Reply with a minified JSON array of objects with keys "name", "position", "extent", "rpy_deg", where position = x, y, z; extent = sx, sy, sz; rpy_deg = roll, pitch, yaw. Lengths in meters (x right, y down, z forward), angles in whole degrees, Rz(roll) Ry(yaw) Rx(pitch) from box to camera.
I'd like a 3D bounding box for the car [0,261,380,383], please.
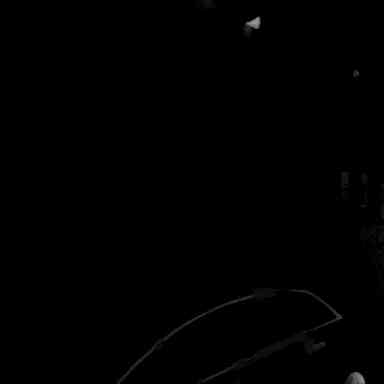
[{"name":"car","position":[-0.219,1.507,2.914],"extent":[4.892,1.490,1.837],"rpy_deg":[0,0,-36]}]
